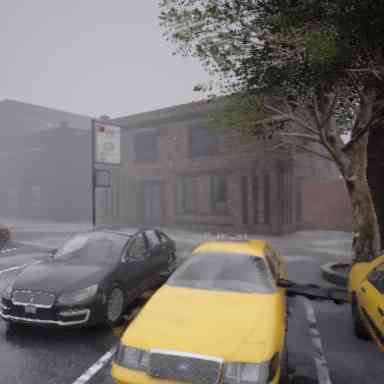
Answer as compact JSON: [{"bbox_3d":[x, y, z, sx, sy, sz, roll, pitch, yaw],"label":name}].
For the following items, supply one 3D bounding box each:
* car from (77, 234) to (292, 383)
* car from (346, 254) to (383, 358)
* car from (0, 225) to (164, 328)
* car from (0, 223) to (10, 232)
[{"bbox_3d":[0.608,1.505,5.439,1.946,1.575,5.366,0,-1,16],"label":"car"},{"bbox_3d":[3.052,1.476,3.697,1.946,1.575,5.366,0,-1,15],"label":"car"},{"bbox_3d":[-1.781,1.541,7.367,2.231,1.521,4.892,0,-1,16],"label":"car"},{"bbox_3d":[-9.101,1.668,12.602,2.002,1.452,4.674,0,-1,16],"label":"car"}]
